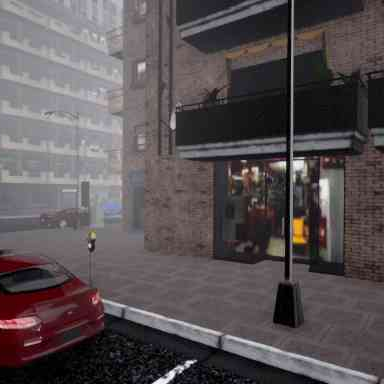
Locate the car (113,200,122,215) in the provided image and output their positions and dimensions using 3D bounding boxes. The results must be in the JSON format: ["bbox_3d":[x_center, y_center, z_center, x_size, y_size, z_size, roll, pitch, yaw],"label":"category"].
[{"bbox_3d":[-6.193,1.857,36.942,1.994,1.385,4.181,1,0,36],"label":"car"}]

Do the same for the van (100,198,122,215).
[{"bbox_3d":[-8.710,1.606,37.856,1.690,1.788,3.998,0,-1,36],"label":"van"}]

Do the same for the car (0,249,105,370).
[{"bbox_3d":[-3.143,1.582,5.243,4.206,1.307,1.802,0,0,36],"label":"car"}]

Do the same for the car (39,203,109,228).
[{"bbox_3d":[-8.528,1.756,23.737,1.887,1.381,4.507,0,-1,36],"label":"car"}]
